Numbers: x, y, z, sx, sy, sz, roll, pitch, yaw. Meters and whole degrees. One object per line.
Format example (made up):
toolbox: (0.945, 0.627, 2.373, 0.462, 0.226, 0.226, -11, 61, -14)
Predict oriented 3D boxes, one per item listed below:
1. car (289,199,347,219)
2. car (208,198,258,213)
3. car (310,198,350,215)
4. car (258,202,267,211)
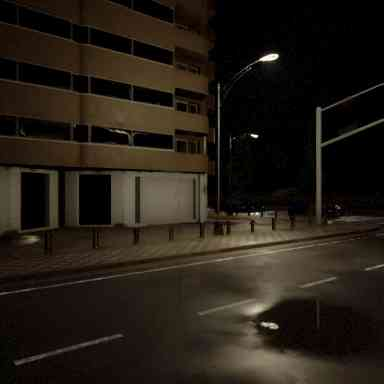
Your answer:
car: (10.837, 1.581, 29.659, 1.812, 1.442, 4.674, 0, 0, -36)
car: (4.650, 1.603, 38.188, 2.033, 1.411, 5.357, 0, 0, -36)
car: (12.968, 1.407, 32.649, 2.097, 1.767, 4.553, 0, 0, -36)
car: (6.979, 1.561, 40.945, 1.837, 1.490, 4.892, 0, 0, -36)
